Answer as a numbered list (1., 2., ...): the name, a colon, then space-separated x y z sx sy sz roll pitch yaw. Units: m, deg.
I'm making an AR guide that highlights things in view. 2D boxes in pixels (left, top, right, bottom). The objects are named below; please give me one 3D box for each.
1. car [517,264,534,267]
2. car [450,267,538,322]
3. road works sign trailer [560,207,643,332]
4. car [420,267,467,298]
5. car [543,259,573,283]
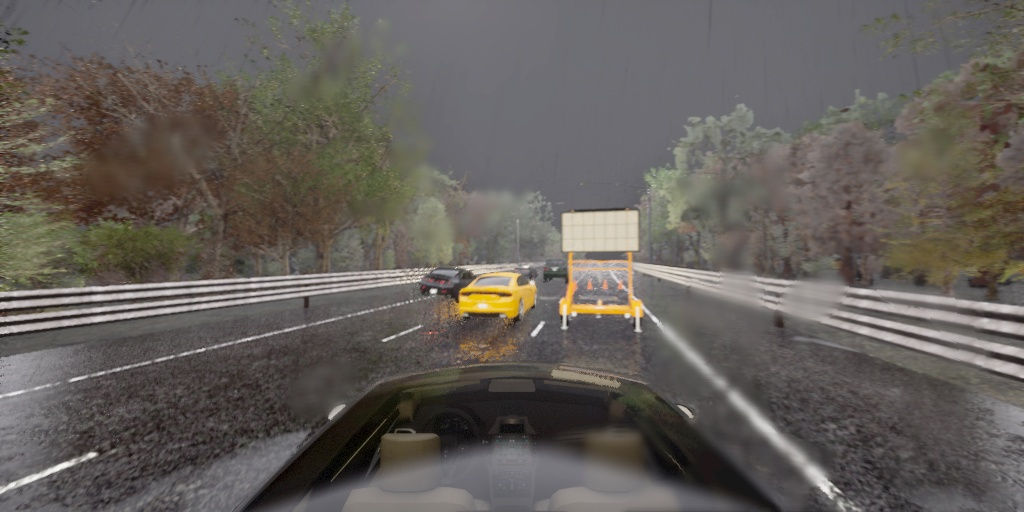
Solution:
1. car: 1.376 1.568 35.470 2.128 1.511 4.902 -1 -1 14
2. car: -0.312 1.344 13.012 1.882 1.535 5.008 0 -1 13
3. road works sign trailer: 2.803 0.296 11.393 2.380 3.560 2.880 0 0 14
4. car: -2.726 1.339 17.546 1.837 1.490 4.892 9 0 14
5. car: 4.130 1.247 31.970 2.150 2.045 5.566 -1 -1 13
